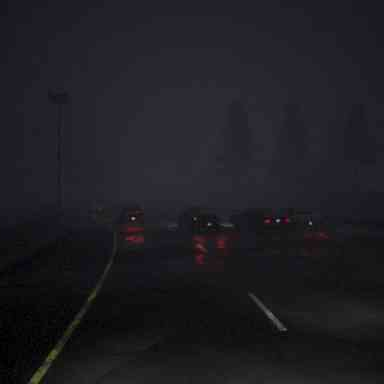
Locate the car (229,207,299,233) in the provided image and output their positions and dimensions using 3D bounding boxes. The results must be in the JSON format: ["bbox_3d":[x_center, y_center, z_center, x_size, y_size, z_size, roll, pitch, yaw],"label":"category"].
[{"bbox_3d":[4.090,1.656,20.769,2.033,1.411,5.357,0,0,-15],"label":"car"}]

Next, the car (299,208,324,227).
[{"bbox_3d":[6.956,1.718,23.319,1.895,1.301,4.718,0,0,-15],"label":"car"}]

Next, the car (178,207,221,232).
[{"bbox_3d":[0.379,1.644,20.904,1.812,1.442,4.674,0,0,-15],"label":"car"}]

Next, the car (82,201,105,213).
[{"bbox_3d":[-11.871,1.780,40.269,1.812,1.442,4.674,0,0,-32],"label":"car"}]

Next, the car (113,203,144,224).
[{"bbox_3d":[-5.031,1.665,26.263,1.837,1.490,4.892,0,0,-19],"label":"car"}]
